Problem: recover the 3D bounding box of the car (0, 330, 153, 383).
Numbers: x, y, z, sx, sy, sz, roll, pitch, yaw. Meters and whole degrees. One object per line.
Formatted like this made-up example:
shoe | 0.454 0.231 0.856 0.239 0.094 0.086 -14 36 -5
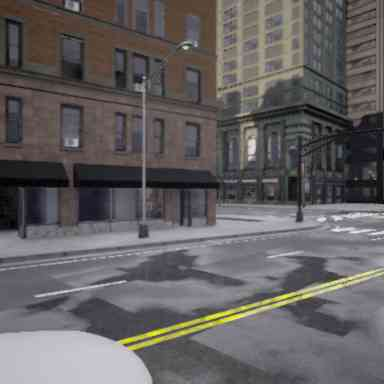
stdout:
car | -2.397 1.526 1.726 4.674 1.442 1.812 0 0 -36
